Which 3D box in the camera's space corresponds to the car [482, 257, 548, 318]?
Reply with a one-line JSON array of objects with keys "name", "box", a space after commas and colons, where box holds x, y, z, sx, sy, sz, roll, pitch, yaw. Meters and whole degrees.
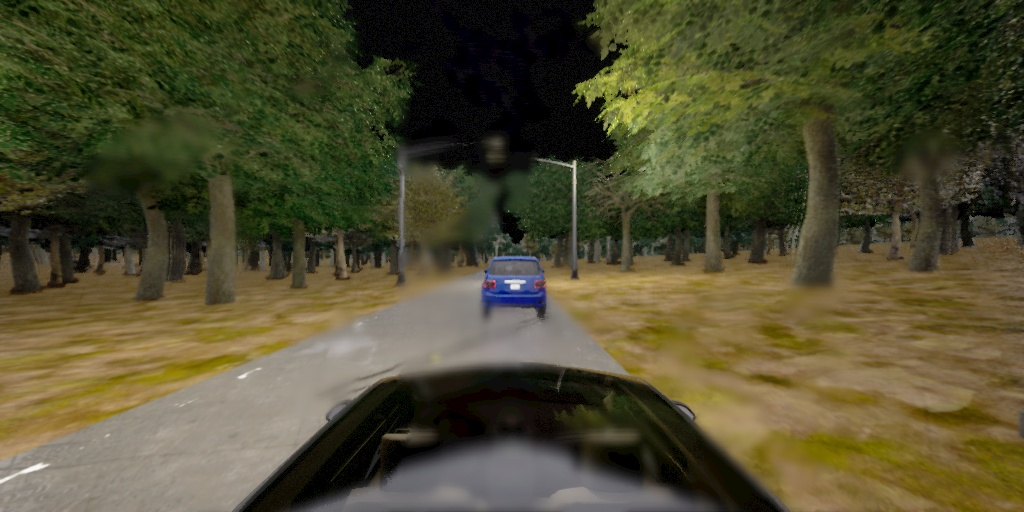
[{"name": "car", "box": [0.095, 1.048, 13.595, 2.150, 2.045, 5.566, 0, 0, 0]}]
